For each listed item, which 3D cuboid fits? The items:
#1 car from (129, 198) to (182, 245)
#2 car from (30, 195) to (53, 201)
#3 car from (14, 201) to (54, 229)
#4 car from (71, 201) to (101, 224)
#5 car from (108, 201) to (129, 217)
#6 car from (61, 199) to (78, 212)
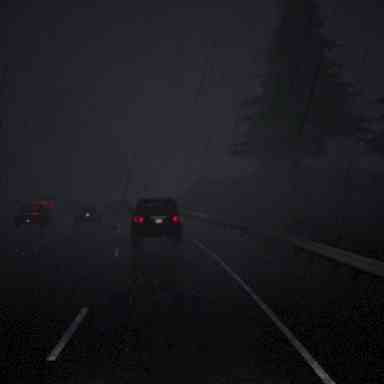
[{"bbox_3d":[-1.855,1.286,16.150,2.150,2.045,5.566,0,0,-11],"label":"car"},{"bbox_3d":[-17.163,1.385,38.138,2.150,2.045,5.566,0,-1,-29],"label":"car"},{"bbox_3d":[-10.833,1.591,22.889,2.128,1.511,4.902,0,-1,-17],"label":"car"},{"bbox_3d":[-8.324,1.677,26.486,1.994,1.385,4.181,0,0,-18],"label":"car"},{"bbox_3d":[-7.291,1.630,33.625,2.128,1.511,4.902,0,0,-22],"label":"car"},{"bbox_3d":[-14.973,1.667,41.221,2.128,1.511,4.902,0,-1,-29],"label":"car"}]
